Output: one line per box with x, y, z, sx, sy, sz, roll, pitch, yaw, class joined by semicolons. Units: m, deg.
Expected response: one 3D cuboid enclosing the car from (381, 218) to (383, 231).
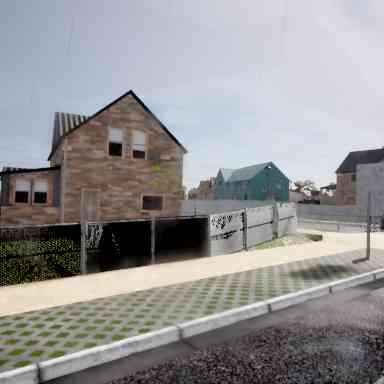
12.172;1.640;17.160;1.994;1.385;4.181;3;-3;-43;car
